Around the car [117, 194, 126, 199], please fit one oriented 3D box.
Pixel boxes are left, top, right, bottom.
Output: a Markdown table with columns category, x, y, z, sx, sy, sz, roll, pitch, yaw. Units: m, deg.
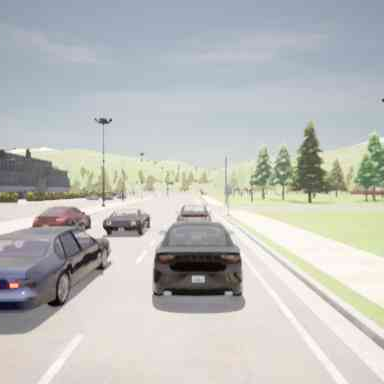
| category | x | y | z | sx | sy | sz | roll | pitch | yaw |
| --- | --- | --- | --- | --- | --- | --- | --- | --- | --- |
| car | -19.579 | 1.225 | 92.307 | 1.882 | 1.535 | 5.008 | 0 | 0 | 0 |

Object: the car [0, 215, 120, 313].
| category | x | y | z | sx | sy | sz | roll | pitch | yaw |
| --- | --- | --- | --- | --- | --- | --- | --- | --- | --- |
| car | -3.402 | 1.526 | 7.874 | 2.033 | 1.411 | 5.357 | 0 | 0 | 0 |

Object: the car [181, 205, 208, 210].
| category | x | y | z | sx | sy | sz | roll | pitch | yaw |
| --- | --- | --- | --- | --- | --- | --- | --- | --- | --- |
| car | 0.105 | 1.442 | 18.103 | 2.128 | 1.511 | 4.902 | 0 | 0 | 0 |

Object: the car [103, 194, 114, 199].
| category | x | y | z | sx | sy | sz | roll | pitch | yaw |
| --- | --- | --- | --- | --- | --- | --- | --- | --- | --- |
| car | -23.079 | 1.342 | 92.266 | 1.895 | 1.301 | 4.718 | 0 | 0 | 0 |

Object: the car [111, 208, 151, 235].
| category | x | y | z | sx | sy | sz | roll | pitch | yaw |
| --- | --- | --- | --- | --- | --- | --- | --- | --- | --- |
| car | -3.440 | 1.550 | 18.466 | 1.895 | 1.301 | 4.718 | 0 | 0 | 0 |

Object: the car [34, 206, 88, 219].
| category | x | y | z | sx | sy | sz | roll | pitch | yaw |
| --- | --- | --- | --- | --- | --- | --- | --- | --- | --- |
| car | -6.946 | 1.476 | 18.108 | 1.812 | 1.442 | 4.674 | 0 | 0 | 0 |

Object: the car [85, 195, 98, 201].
| category | x | y | z | sx | sy | sz | roll | pitch | yaw |
| --- | --- | --- | --- | --- | --- | --- | --- | --- | --- |
| car | -23.114 | 1.386 | 76.689 | 1.895 | 1.301 | 4.718 | 0 | 0 | 0 |

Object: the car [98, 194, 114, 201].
| category | x | y | z | sx | sy | sz | roll | pitch | yaw |
| --- | --- | --- | --- | --- | --- | --- | --- | --- | --- |
| car | -19.613 | 1.290 | 76.739 | 1.837 | 1.490 | 4.892 | 0 | 0 | 0 |

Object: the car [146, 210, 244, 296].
| category | x | y | z | sx | sy | sz | roll | pitch | yaw |
| --- | --- | --- | --- | --- | --- | --- | --- | --- | --- |
| car | 0.123 | 1.454 | 8.612 | 1.882 | 1.535 | 5.008 | 0 | 0 | 0 |
